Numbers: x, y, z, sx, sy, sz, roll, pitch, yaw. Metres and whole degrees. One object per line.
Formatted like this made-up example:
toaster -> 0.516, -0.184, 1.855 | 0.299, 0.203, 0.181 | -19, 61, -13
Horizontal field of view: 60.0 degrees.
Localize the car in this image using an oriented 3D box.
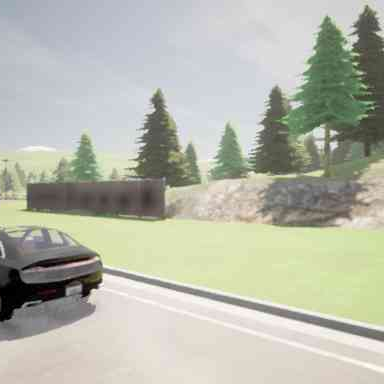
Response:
car -> -3.966, 1.499, 7.308 | 4.902, 1.511, 2.128 | 0, 0, 38
